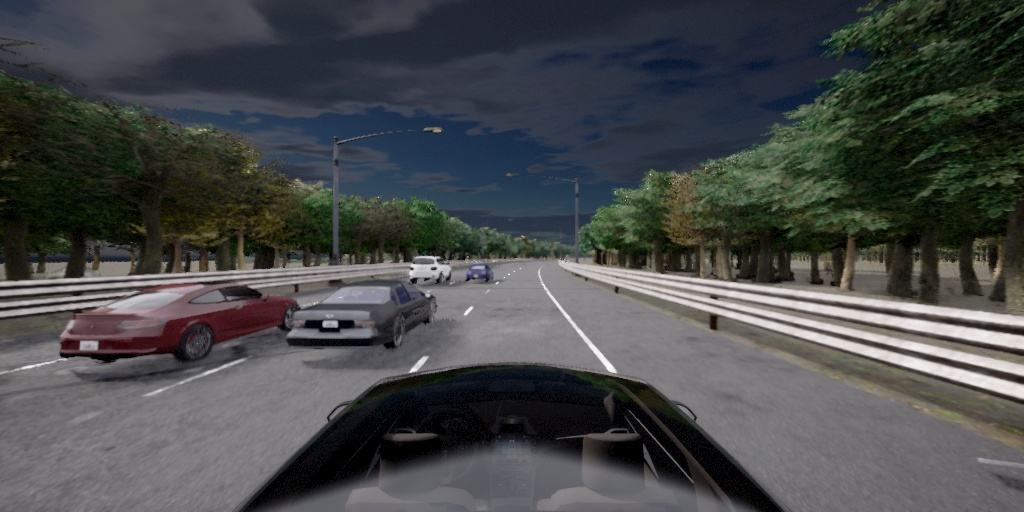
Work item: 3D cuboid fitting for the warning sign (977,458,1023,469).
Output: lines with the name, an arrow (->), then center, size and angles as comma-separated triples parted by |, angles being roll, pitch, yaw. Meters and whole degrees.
warning sign -> 4.542, 0.874, 2.637 | 1.300, 1.860, 1.060 | 0, 0, 0

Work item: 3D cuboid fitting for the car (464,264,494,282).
car -> -2.678, 1.388, 30.075 | 1.812, 1.442, 4.674 | 0, 0, 3

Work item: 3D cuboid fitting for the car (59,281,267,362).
car -> -6.859, 1.294, 8.144 | 1.812, 1.442, 4.674 | 0, 0, 1

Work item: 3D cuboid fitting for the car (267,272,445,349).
car -> -3.341, 1.325, 9.175 | 2.033, 1.411, 5.357 | 0, 0, 1

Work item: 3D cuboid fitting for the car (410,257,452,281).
car -> -6.275, 1.073, 28.149 | 2.150, 2.045, 5.566 | 0, 0, 3
